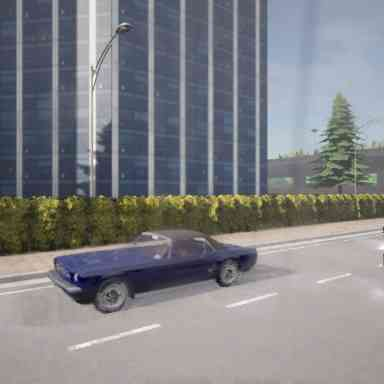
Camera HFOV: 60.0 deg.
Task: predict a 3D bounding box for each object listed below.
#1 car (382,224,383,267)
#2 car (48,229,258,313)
[{"bbox_3d":[7.143,1.477,9.096,5.008,1.535,1.882,0,0,-35],"label":"car"},{"bbox_3d":[-0.737,1.601,7.761,4.718,1.301,1.895,0,0,-36],"label":"car"}]
